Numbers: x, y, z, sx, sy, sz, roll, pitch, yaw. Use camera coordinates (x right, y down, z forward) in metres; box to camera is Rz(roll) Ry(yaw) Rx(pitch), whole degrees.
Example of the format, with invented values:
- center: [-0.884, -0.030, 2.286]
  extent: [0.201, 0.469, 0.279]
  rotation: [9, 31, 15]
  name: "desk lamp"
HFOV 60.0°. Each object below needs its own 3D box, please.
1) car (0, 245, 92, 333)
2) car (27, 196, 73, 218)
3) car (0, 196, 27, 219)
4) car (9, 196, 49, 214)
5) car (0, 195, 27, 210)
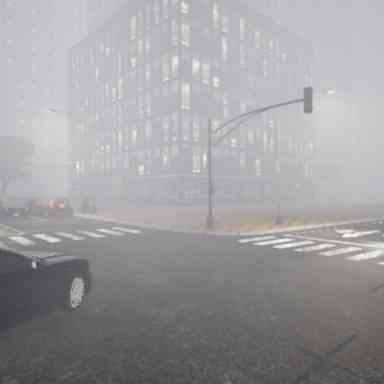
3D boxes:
- center: [-3.649, 1.481, 5.103]
  extent: [1.882, 1.535, 5.008]
  rotation: [1, 0, 23]
  name: "car"
- center: [-10.681, 1.067, 25.333]
  extent: [1.967, 1.590, 4.097]
  rotation: [1, 0, -43]
  name: "car"
- center: [-13.624, 1.221, 24.602]
  extent: [1.895, 1.301, 4.718]
  rotation: [0, 1, -43]
  name: "car"
- center: [-14.375, 1.110, 29.212]
  extent: [1.947, 1.339, 4.313]
  rotation: [1, 0, -43]
  name: "car"
- center: [-18.241, 1.037, 33.399]
  extent: [1.802, 1.307, 4.206]
  rotation: [1, 0, -43]
  name: "car"
